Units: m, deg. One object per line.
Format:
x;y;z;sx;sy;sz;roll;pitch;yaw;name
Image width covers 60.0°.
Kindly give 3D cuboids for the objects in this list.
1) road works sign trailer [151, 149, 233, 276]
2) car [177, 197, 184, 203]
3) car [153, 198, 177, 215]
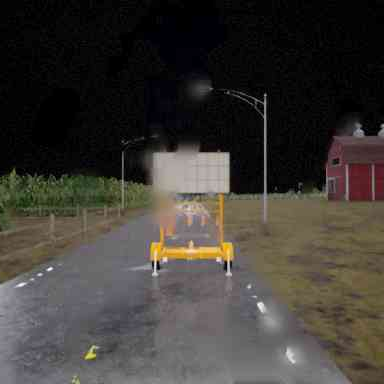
-0.009;0.473;10.394;2.380;3.560;2.880;0;0;0;road works sign trailer
-2.860;1.932;75.023;2.128;1.511;4.902;0;-1;0;car
-2.899;1.619;34.660;1.994;1.385;4.181;0;0;0;car
